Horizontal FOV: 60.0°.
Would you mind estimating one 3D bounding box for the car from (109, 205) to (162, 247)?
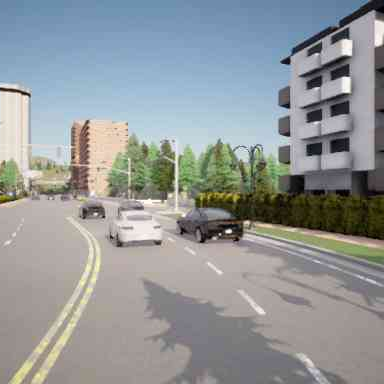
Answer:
[{"bbox_3d":[-2.607,1.531,14.946,1.812,1.442,4.674,0,0,-19],"label":"car"}]

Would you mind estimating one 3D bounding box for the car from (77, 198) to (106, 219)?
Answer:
[{"bbox_3d":[-8.710,1.514,28.814,1.837,1.490,4.892,0,0,-24],"label":"car"}]

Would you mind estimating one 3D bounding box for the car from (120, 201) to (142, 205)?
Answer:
[{"bbox_3d":[-5.523,1.531,30.262,1.812,1.442,4.674,0,0,-24],"label":"car"}]

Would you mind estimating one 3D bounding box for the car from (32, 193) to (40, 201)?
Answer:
[{"bbox_3d":[-39.533,1.531,84.243,2.033,1.411,5.357,0,0,-23],"label":"car"}]

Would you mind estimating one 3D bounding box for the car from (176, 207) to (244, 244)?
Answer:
[{"bbox_3d":[0.695,1.483,16.106,1.882,1.535,5.008,0,0,-19],"label":"car"}]

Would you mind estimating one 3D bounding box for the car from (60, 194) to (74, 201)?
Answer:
[{"bbox_3d":[-31.441,1.415,83.077,2.128,1.511,4.902,0,0,-23],"label":"car"}]

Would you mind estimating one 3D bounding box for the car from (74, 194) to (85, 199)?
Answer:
[{"bbox_3d":[-28.100,1.355,84.163,1.882,1.535,5.008,0,0,-23],"label":"car"}]

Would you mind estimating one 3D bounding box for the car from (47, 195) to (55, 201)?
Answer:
[{"bbox_3d":[-36.309,1.516,85.606,2.128,1.511,4.902,0,0,-23],"label":"car"}]
